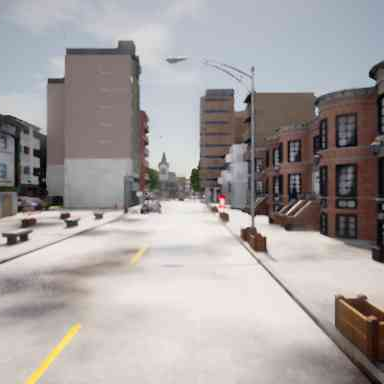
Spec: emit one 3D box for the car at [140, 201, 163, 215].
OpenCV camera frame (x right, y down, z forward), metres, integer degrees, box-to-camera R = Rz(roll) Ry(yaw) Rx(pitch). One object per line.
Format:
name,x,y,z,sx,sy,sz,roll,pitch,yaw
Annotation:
car,-4.108,1.570,34.257,1.994,1.385,4.181,0,0,0

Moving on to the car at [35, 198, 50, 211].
car,-19.321,1.354,38.012,4.611,1.667,2.242,0,0,10

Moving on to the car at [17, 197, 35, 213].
car,-19.087,1.249,34.911,3.866,1.878,1.905,0,0,10

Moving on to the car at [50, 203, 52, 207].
car,-19.466,1.423,40.963,4.193,1.474,1.816,0,0,10
